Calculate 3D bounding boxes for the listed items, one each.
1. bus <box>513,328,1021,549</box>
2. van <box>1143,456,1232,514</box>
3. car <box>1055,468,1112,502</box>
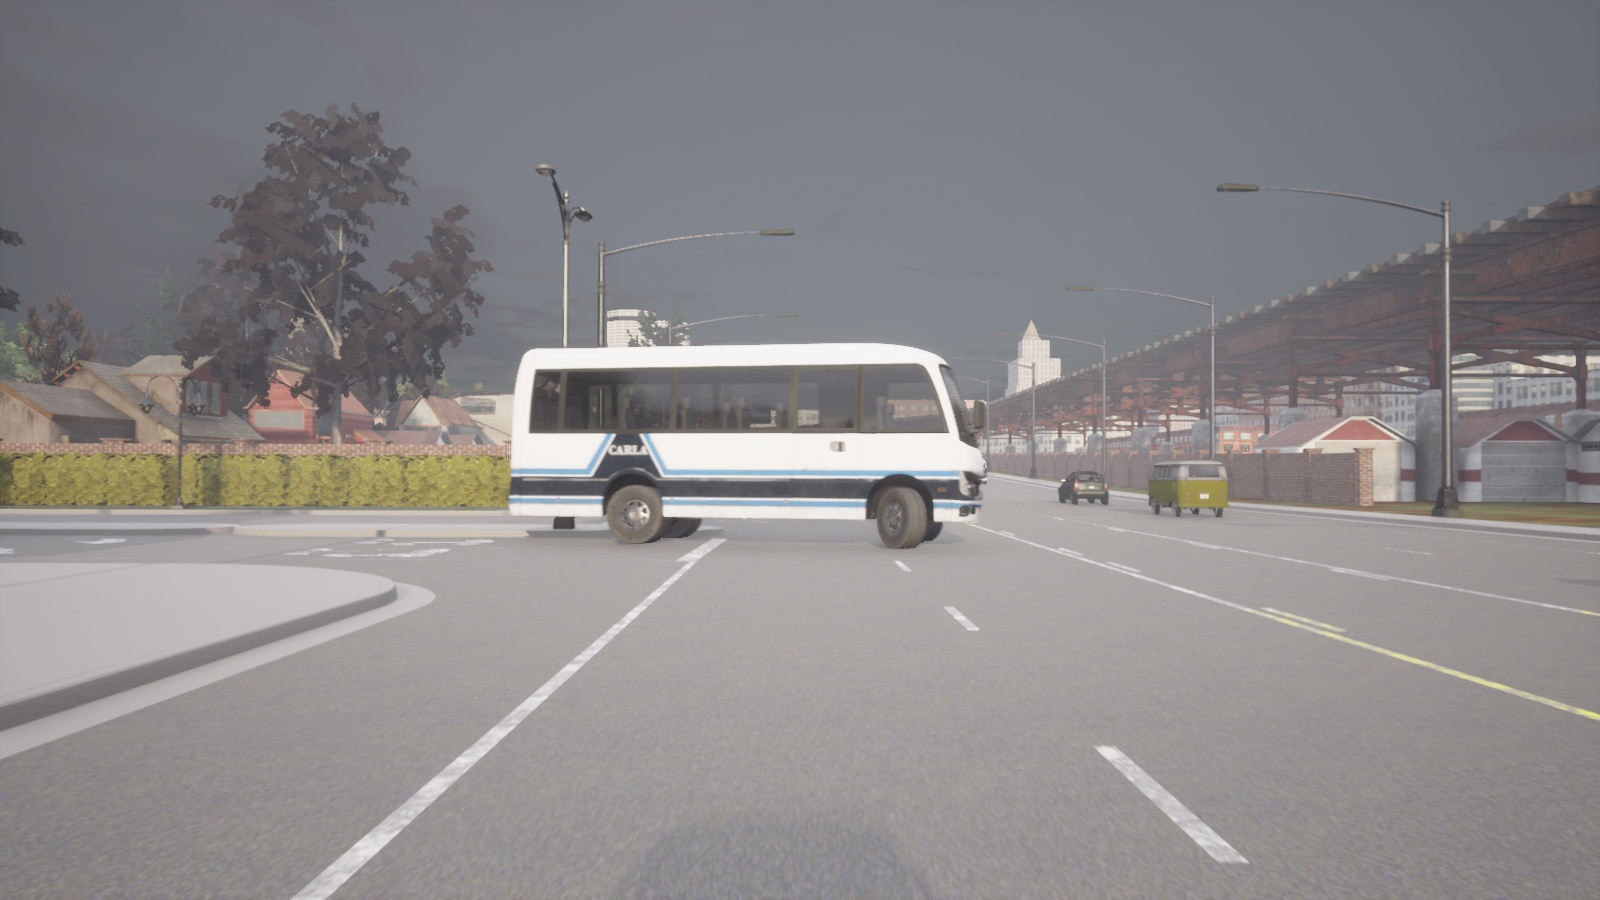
[{"bbox_3d":[-0.561,-0.106,27.193,10.273,4.253,3.944,0,-3,14],"label":"bus"},{"bbox_3d":[13.882,1.265,45.250,1.775,1.987,4.442,0,-1,0],"label":"van"},{"bbox_3d":[13.841,1.685,61.553,1.851,1.617,3.988,0,-1,0],"label":"car"}]
